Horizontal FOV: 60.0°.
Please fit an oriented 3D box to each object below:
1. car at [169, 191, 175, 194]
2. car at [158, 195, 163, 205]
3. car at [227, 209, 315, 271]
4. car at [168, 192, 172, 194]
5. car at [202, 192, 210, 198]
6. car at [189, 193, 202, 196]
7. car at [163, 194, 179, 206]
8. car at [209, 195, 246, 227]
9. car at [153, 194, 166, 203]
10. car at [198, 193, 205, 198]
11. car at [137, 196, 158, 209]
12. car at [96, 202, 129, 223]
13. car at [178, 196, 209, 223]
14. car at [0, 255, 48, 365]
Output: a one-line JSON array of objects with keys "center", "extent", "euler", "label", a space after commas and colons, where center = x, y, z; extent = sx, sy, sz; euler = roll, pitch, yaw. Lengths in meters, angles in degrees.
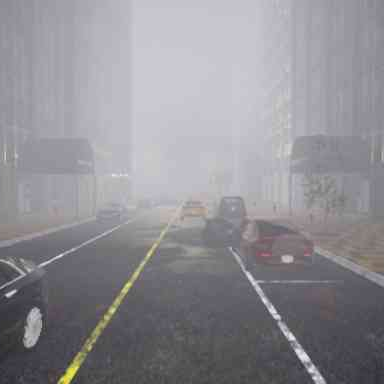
[{"center": [-5.679, 0.702, 92.227], "extent": [2.192, 1.841, 5.009], "euler": [-1, 0, 0], "label": "car"}, {"center": [-5.688, 1.286, 46.834], "extent": [1.947, 1.339, 4.313], "euler": [-1, 0, 0], "label": "car"}, {"center": [2.355, 1.467, 10.512], "extent": [1.812, 1.442, 4.674], "euler": [0, 0, 0], "label": "car"}, {"center": [-5.681, 1.144, 69.531], "extent": [1.802, 1.307, 4.206], "euler": [-1, 0, 0], "label": "car"}, {"center": [2.693, 1.206, 52.621], "extent": [1.752, 1.417, 4.829], "euler": [-1, 0, 0], "label": "car"}, {"center": [0.113, 1.222, 47.139], "extent": [1.837, 1.490, 4.892], "euler": [0, 0, 0], "label": "car"}, {"center": [-2.986, 1.306, 49.599], "extent": [1.895, 1.301, 4.718], "euler": [0, 0, 0], "label": "car"}, {"center": [2.681, 1.180, 24.076], "extent": [2.192, 1.841, 5.009], "euler": [-1, 0, 0], "label": "car"}, {"center": [-5.685, 1.169, 58.012], "extent": [1.752, 1.417, 4.829], "euler": [-1, 0, 0], "label": "car"}, {"center": [2.706, 0.970, 92.175], "extent": [1.802, 1.307, 4.206], "euler": [-1, 0, 0], "label": "car"}, {"center": [-5.690, 1.325, 41.160], "extent": [1.947, 1.339, 4.313], "euler": [-1, 0, 0], "label": "car"}, {"center": [-5.695, 1.416, 24.137], "extent": [2.008, 1.369, 4.403], "euler": [-1, 0, 0], "label": "car"}, {"center": [0.107, 1.326, 26.791], "extent": [1.882, 1.535, 5.008], "euler": [0, 0, 0], "label": "car"}, {"center": [-3.099, 1.486, 3.208], "extent": [1.837, 1.490, 4.892], "euler": [0, 0, 0], "label": "car"}]
